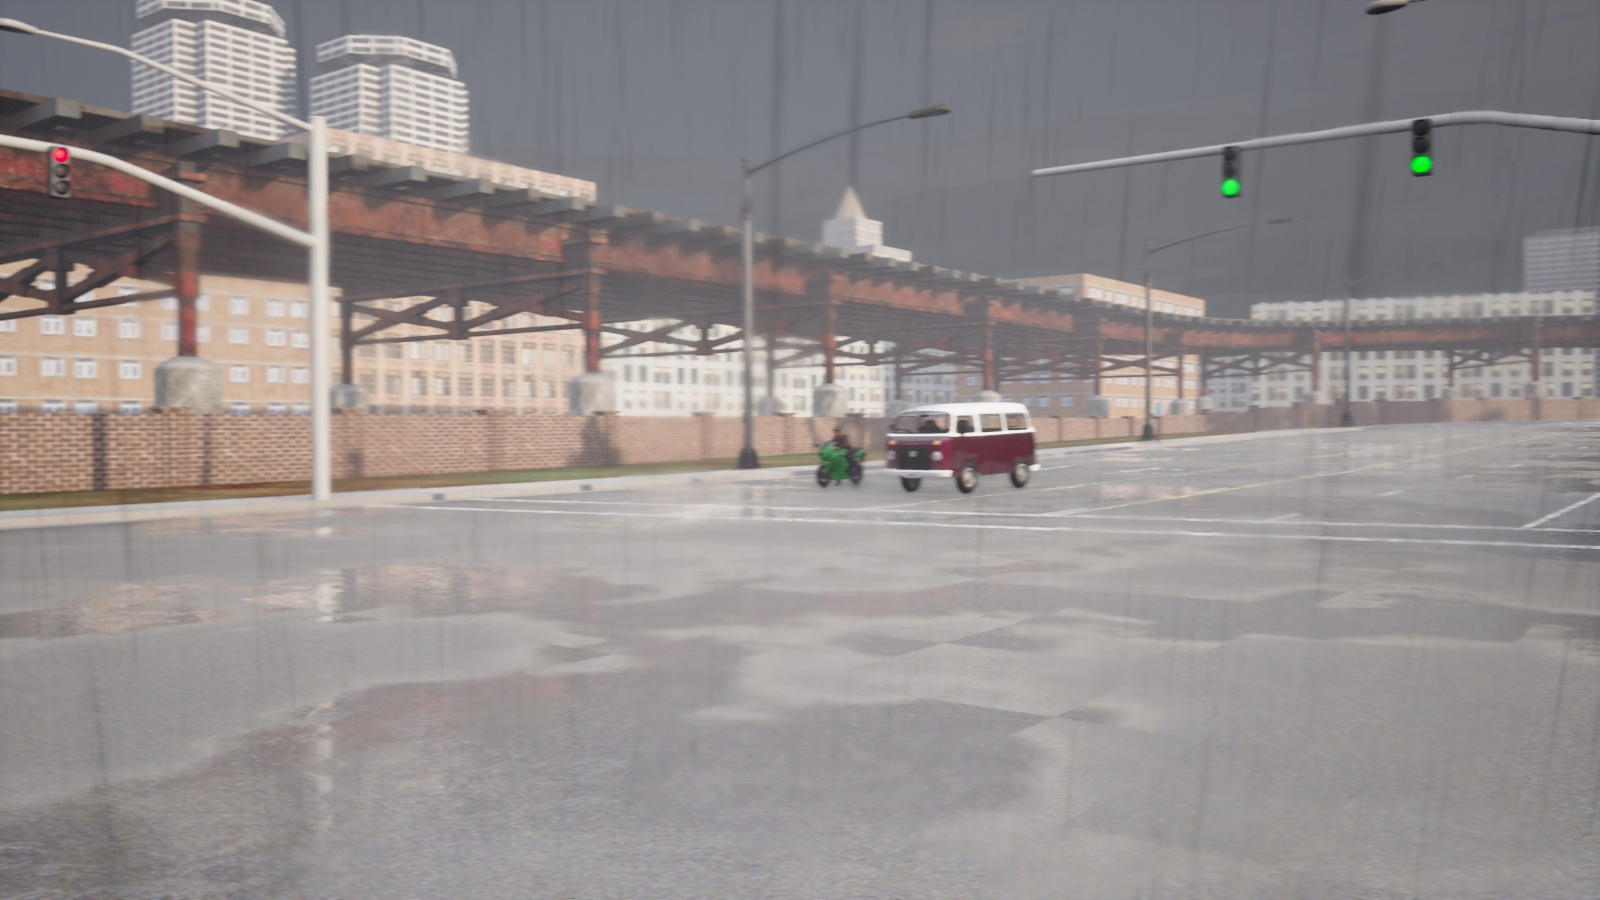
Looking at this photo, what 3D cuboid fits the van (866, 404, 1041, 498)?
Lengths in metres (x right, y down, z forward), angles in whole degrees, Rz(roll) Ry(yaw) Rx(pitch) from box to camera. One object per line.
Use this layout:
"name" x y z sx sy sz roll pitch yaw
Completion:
"van" 3.691 -0.056 29.543 2.069 2.038 4.480 1 2 38

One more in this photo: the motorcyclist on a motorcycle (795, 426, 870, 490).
"motorcyclist on a motorcycle" 0.835 0.173 31.577 0.797 1.523 2.044 1 2 38
